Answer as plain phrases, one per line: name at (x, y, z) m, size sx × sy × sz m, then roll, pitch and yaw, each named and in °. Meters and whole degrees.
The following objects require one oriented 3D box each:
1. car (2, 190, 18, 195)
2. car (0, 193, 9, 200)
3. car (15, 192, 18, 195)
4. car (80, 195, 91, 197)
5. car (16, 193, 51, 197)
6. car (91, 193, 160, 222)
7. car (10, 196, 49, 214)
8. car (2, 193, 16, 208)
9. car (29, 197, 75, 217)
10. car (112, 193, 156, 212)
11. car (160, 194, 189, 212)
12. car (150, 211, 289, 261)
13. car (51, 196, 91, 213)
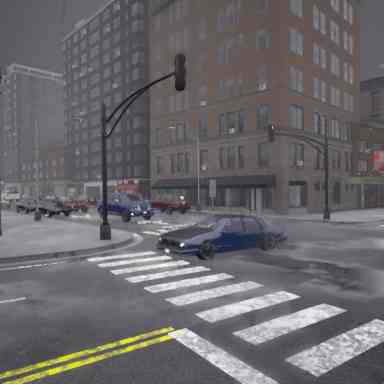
car at (-31.866, 0.712, 57.953) m, size 2.150 × 2.045 × 5.566 m, roll -1°, pitch 1°, yaw -44°
car at (-40.676, 0.887, 70.775) m, size 1.947 × 1.339 × 4.313 m, roll 0°, pitch 1°, yaw -44°
car at (-29.191, 1.045, 58.898) m, size 1.802 × 1.307 × 4.206 m, roll 0°, pitch 1°, yaw -44°
car at (-13.877, 1.084, 43.059) m, size 1.967 × 1.590 × 4.097 m, roll 0°, pitch 1°, yaw -44°
car at (-19.330, 1.216, 40.410) m, size 1.837 × 1.490 × 4.892 m, roll -1°, pitch 1°, yaw -44°
car at (-5.297, 1.090, 25.873) m, size 2.150 × 2.045 × 5.566 m, roll -1°, pitch 1°, yaw -44°
car at (-16.172, 1.376, 33.170) m, size 1.947 × 1.339 × 4.313 m, roll 0°, pitch 1°, yaw -44°
car at (-23.709, 1.249, 40.964) m, size 1.752 × 1.417 × 4.829 m, roll 0°, pitch 1°, yaw -44°
car at (-12.344, 1.418, 29.211) m, size 1.947 × 1.339 × 4.313 m, roll 0°, pitch 1°, yaw -44°
car at (-6.220, 1.045, 35.139) m, size 2.192 × 1.841 × 5.009 m, roll 0°, pitch 1°, yaw -44°
car at (-2.391, 1.087, 31.180) m, size 2.192 × 1.841 × 5.009 m, roll 0°, pitch 1°, yaw -44°
car at (1.348, 1.568, 12.598) m, size 5.357 × 1.411 × 2.033 m, roll 0°, pitch 0°, yaw -35°
car at (-12.061, 1.395, 32.872) m, size 1.895 × 1.301 × 4.718 m, roll -1°, pitch 1°, yaw -44°
